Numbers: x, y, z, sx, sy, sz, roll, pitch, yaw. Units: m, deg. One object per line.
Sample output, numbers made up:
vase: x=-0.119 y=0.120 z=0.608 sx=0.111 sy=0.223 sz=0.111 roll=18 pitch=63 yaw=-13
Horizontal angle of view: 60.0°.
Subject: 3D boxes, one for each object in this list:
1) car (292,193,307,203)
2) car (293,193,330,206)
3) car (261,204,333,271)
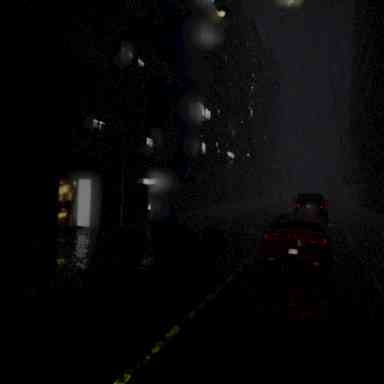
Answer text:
car: x=18.525 y=1.002 z=57.195 sx=2.128 sy=1.511 sz=4.902 roll=2 pitch=1 yaw=22
car: x=8.589 y=1.070 z=23.930 sx=2.150 sy=2.045 sz=5.566 roll=2 pitch=1 yaw=22
car: x=3.565 y=1.402 z=11.048 sx=1.882 sy=1.535 sz=5.008 roll=2 pitch=1 yaw=21
